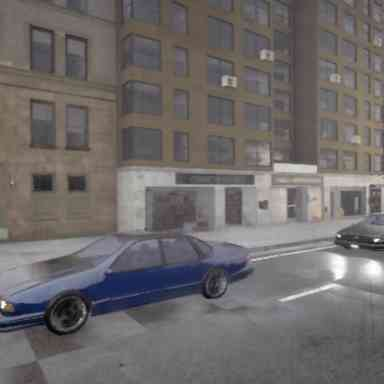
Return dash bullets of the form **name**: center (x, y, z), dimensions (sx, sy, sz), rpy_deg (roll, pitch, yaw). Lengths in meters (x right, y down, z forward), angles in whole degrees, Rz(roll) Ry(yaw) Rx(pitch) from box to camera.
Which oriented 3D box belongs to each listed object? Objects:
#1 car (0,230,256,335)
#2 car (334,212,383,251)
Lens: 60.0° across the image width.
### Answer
- **car**: center (-1.090, 1.547, 6.889), dimensions (5.357, 1.411, 2.033), rpy_deg (0, 0, -35)
- **car**: center (7.985, 1.543, 13.351), dimensions (5.357, 1.411, 2.033), rpy_deg (0, 0, -34)
